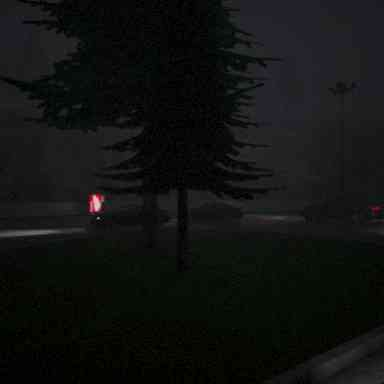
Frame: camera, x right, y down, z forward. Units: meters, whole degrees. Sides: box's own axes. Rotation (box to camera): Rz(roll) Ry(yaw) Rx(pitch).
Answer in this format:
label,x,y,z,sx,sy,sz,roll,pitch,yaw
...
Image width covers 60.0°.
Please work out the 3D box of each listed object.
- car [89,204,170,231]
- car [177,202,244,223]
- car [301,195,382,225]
label,x,y,z,sx,sy,sz,roll,pitch,yaw
car,-3.772,1.507,20.424,4.902,1.511,2.128,0,-1,-24
car,1.358,1.508,25.123,5.008,1.535,1.882,0,-1,5
car,11.186,1.270,25.157,5.566,2.045,2.150,0,-1,39
